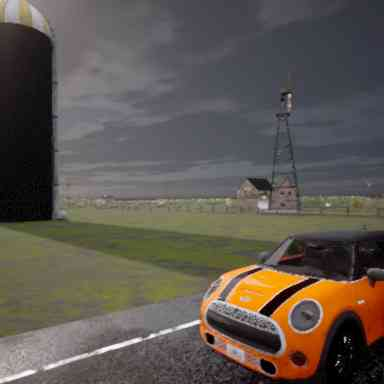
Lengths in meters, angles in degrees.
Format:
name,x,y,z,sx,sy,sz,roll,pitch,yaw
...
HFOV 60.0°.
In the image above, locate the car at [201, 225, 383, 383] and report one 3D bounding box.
name,x,y,z,sx,sy,sz,roll,pitch,yaw
car,2.314,1.489,5.687,4.553,1.767,2.097,1,-2,-38
